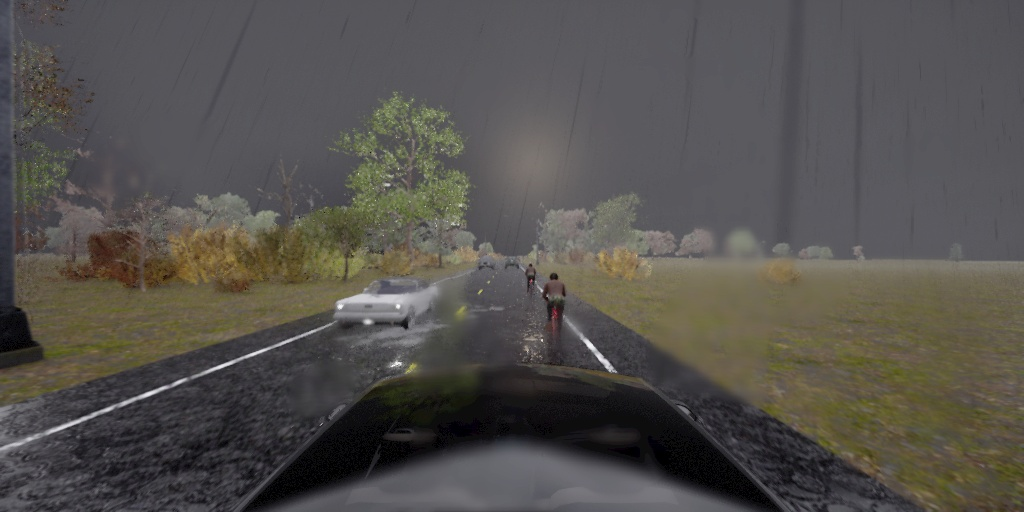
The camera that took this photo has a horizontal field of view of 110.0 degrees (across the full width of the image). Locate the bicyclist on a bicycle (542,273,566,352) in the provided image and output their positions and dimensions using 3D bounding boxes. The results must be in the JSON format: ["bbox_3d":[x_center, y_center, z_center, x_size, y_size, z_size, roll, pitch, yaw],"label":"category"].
[{"bbox_3d":[0.956,1.204,7.978,0.582,1.620,1.656,0,0,0],"label":"bicyclist on a bicycle"}]

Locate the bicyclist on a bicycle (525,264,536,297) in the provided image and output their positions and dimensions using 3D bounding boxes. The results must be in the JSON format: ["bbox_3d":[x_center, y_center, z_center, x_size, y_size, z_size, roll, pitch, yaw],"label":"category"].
[{"bbox_3d":[0.942,1.204,17.788,0.582,1.620,1.656,0,0,0],"label":"bicyclist on a bicycle"}]

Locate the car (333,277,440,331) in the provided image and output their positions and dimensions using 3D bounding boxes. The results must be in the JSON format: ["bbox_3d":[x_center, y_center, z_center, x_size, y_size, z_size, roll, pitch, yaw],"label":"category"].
[{"bbox_3d":[-3.610,1.352,11.210,1.895,1.301,4.718,0,0,0],"label":"car"}]

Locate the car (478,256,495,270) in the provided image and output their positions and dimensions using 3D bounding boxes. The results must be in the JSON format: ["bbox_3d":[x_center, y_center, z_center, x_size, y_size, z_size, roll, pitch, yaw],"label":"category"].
[{"bbox_3d":[-3.656,0.959,51.514,2.150,2.045,5.566,0,0,0],"label":"car"}]

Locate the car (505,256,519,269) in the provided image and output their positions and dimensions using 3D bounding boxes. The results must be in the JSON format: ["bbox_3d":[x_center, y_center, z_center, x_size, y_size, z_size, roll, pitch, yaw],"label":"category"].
[{"bbox_3d":[0.023,0.956,57.856,2.150,2.045,5.566,0,0,0],"label":"car"}]
